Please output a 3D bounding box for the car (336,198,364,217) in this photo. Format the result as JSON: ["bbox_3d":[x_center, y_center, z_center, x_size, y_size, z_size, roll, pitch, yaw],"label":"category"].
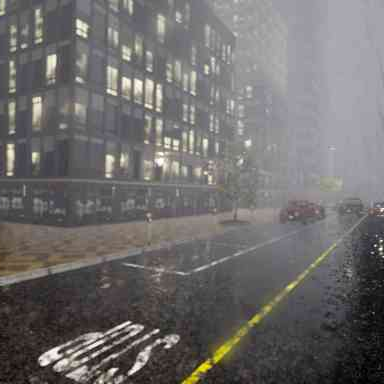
[{"bbox_3d":[18.196,1.684,37.945,2.150,2.045,5.566,1,0,30],"label":"car"}]

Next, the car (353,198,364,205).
[{"bbox_3d":[42.024,2.379,83.953,2.192,1.841,5.009,1,0,30],"label":"car"}]

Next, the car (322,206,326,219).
[{"bbox_3d":[11.247,1.744,31.121,1.967,1.590,4.097,1,0,30],"label":"car"}]

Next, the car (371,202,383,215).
[{"bbox_3d":[24.570,2.084,43.398,1.882,1.535,5.008,1,0,31],"label":"car"}]

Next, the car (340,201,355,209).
[{"bbox_3d":[28.031,2.267,59.938,2.008,1.369,4.403,1,0,30],"label":"car"}]

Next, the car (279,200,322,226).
[{"bbox_3d":[8.452,1.552,26.319,2.192,1.841,5.009,1,0,30],"label":"car"}]

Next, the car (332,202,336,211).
[{"bbox_3d":[22.438,2.018,50.333,1.967,1.590,4.097,1,0,30],"label":"car"}]

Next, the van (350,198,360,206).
[{"bbox_3d":[36.428,2.266,74.347,1.690,1.788,3.998,1,0,30],"label":"van"}]

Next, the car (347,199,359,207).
[{"bbox_3d":[33.629,2.295,69.544,1.967,1.590,4.097,1,0,30],"label":"car"}]

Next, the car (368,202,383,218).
[{"bbox_3d":[19.598,2.085,34.767,1.895,1.301,4.718,1,0,31],"label":"car"}]
